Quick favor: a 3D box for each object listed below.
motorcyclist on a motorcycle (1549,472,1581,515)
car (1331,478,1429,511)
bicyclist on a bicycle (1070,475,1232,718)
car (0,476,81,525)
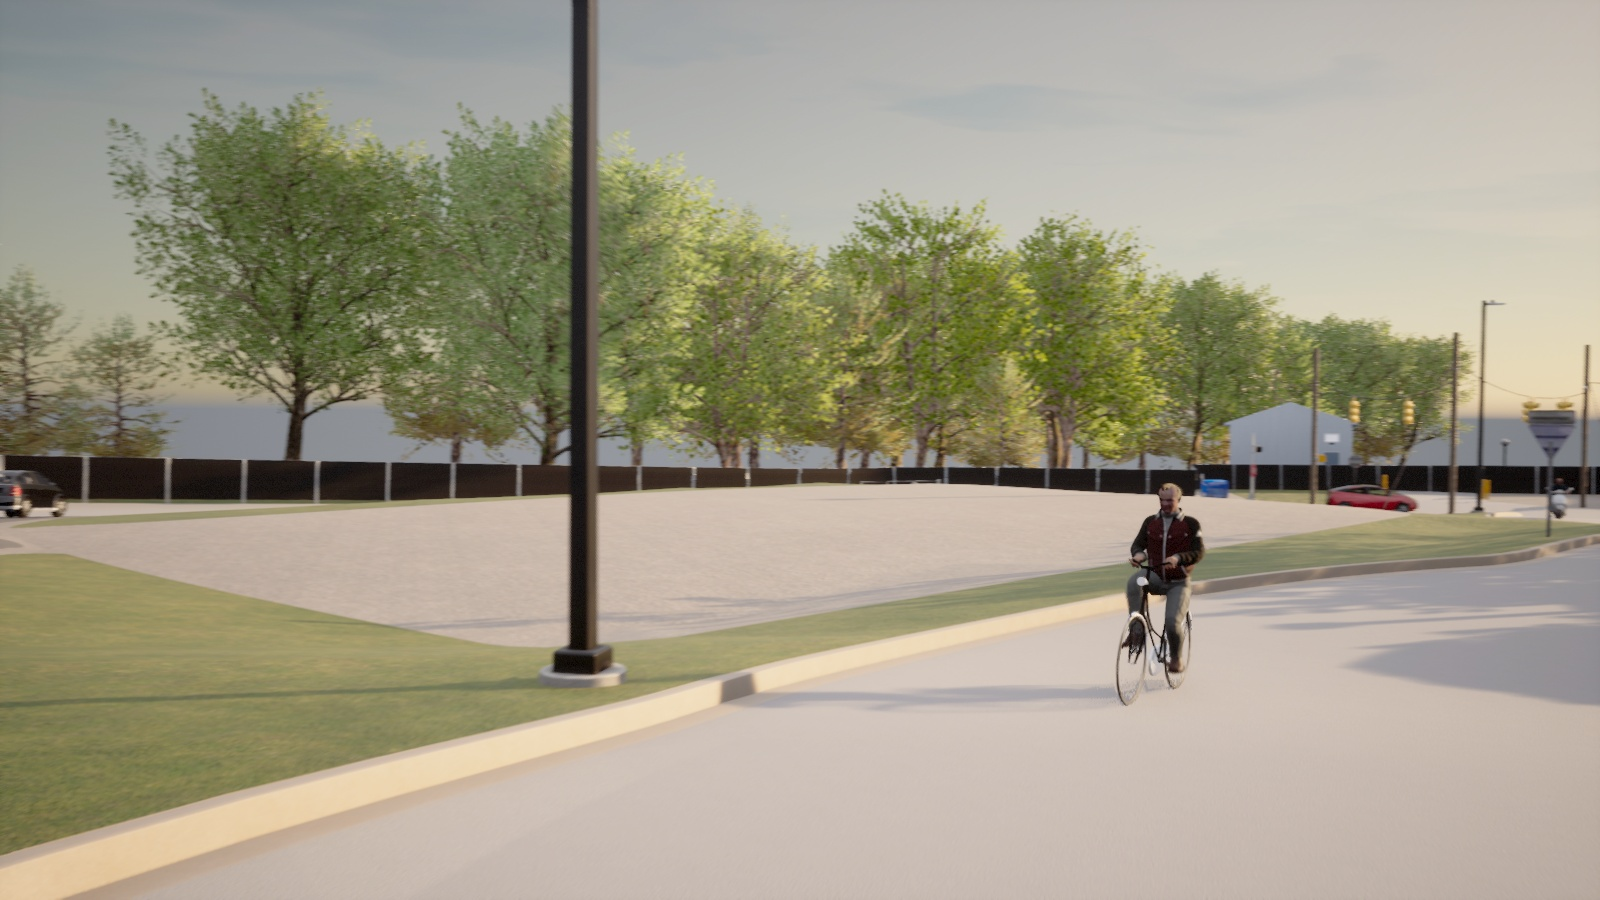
[{"bbox_3d":[29.457,1.654,48.370,0.866,1.590,1.817,1,0,27],"label":"motorcyclist on a motorcycle"},{"bbox_3d":[31.172,2.379,67.629,4.514,1.525,2.007,0,3,17],"label":"car"},{"bbox_3d":[2.902,1.127,10.244,0.659,1.776,1.843,1,-2,35],"label":"bicyclist on a bicycle"},{"bbox_3d":[-25.411,1.663,41.303,1.789,1.549,3.705,0,-2,-8],"label":"car"}]
